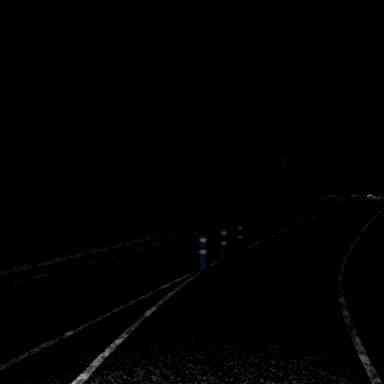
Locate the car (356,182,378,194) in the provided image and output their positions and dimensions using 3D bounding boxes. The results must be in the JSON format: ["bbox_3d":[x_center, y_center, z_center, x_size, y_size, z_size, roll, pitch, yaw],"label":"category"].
[{"bbox_3d":[22.598,-0.724,43.010,2.097,1.767,4.553,-1,3,41],"label":"car"}]
